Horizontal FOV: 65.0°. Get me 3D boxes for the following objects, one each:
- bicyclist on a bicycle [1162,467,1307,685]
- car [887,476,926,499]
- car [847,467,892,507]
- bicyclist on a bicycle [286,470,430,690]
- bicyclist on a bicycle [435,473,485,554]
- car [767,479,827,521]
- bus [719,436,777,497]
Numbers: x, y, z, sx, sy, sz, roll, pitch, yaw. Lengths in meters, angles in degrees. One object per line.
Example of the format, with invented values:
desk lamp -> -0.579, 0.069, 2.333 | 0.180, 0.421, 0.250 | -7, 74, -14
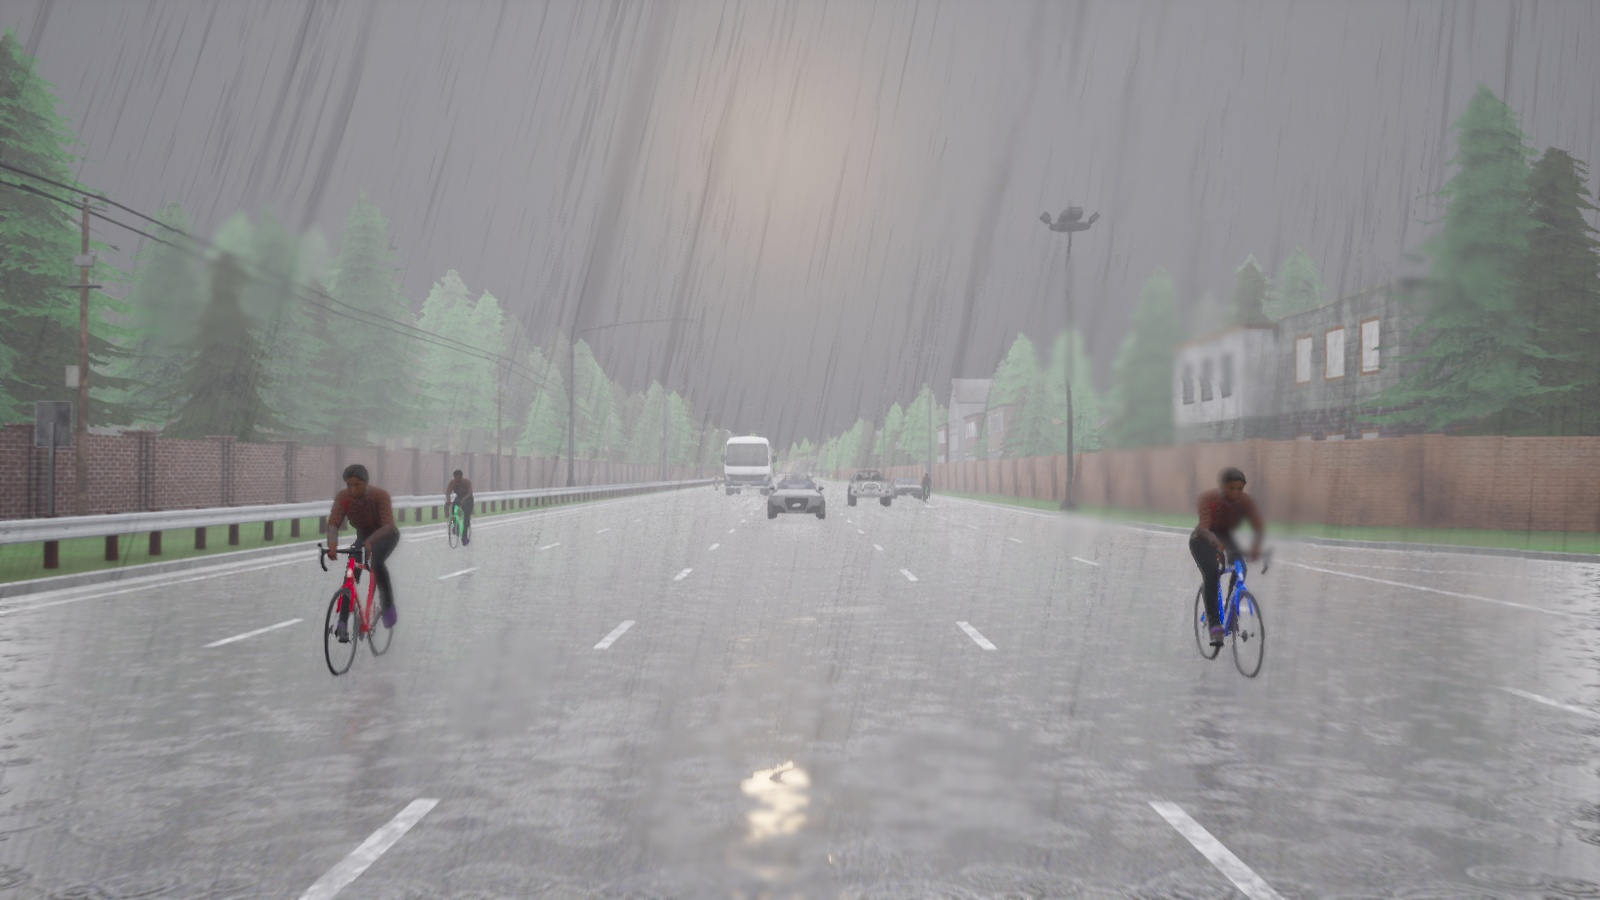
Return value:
bicyclist on a bicycle -> 3.475, 0.950, 10.172 | 0.582, 1.620, 1.656 | 0, -1, 0
car -> 6.802, 2.367, 80.742 | 2.033, 1.411, 5.357 | 0, -1, 0
car -> 3.349, 1.779, 61.172 | 1.932, 1.855, 4.605 | 0, -1, 0
bicyclist on a bicycle -> -3.525, 0.977, 10.154 | 0.582, 1.620, 1.656 | 0, -1, 0
bicyclist on a bicycle -> -7.064, 1.295, 26.150 | 0.582, 1.620, 1.656 | 0, -1, 0
car -> -0.109, 1.725, 44.511 | 1.994, 1.385, 4.181 | 0, -1, 0
bus -> -3.751, 1.216, 92.974 | 3.944, 4.253, 10.273 | 0, -1, 0
